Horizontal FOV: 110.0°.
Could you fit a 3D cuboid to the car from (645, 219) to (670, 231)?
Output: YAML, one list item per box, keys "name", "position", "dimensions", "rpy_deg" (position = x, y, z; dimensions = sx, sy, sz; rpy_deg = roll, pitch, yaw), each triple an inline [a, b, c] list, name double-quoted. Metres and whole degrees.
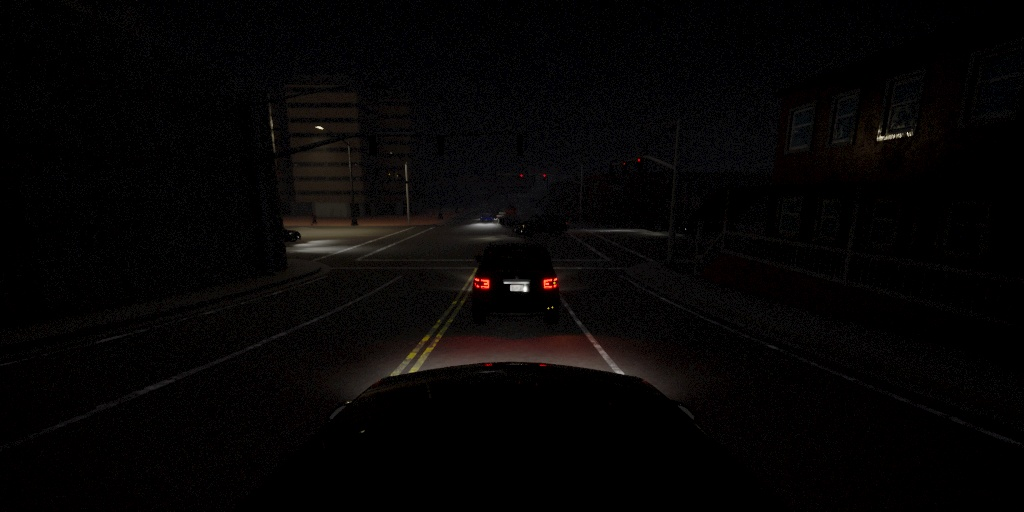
- name: "car"
  position: [17.582, -3.489, 40.168]
  dimensions: [4.718, 1.301, 1.895]
  rpy_deg: [0, 10, 1]

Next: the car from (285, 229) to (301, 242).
- name: "car"
  position: [-20.104, -1.803, 29.610]
  dimensions: [4.892, 1.490, 1.837]
  rpy_deg: [0, 10, 0]

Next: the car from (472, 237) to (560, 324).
- name: "car"
  position: [0.064, 0.603, 10.723]
  dimensions: [2.150, 2.045, 5.566]
  rpy_deg: [0, 4, -1]

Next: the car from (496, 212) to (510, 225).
- name: "car"
  position: [-0.126, -4.445, 45.724]
  dimensions: [1.895, 1.301, 4.718]
  rpy_deg: [-4, 10, -19]

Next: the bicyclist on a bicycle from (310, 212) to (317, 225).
- name: "bicyclist on a bicycle"
  position: [-25.374, -4.780, 45.836]
  dimensions: [0.582, 1.620, 1.656]
  rpy_deg: [0, 10, 0]

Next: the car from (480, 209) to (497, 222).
- name: "car"
  position: [-3.723, -5.875, 54.102]
  dimensions: [1.895, 1.301, 4.718]
  rpy_deg: [0, 10, 0]

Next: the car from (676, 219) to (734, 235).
- name: "car"
  position: [19.891, -3.273, 36.644]
  dimensions: [5.566, 2.045, 2.150]
  rpy_deg: [0, 10, 0]

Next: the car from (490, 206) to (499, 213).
- name: "car"
  position: [-3.719, -7.443, 62.849]
  dimensions: [1.812, 1.442, 4.674]
  rpy_deg: [0, 10, 0]

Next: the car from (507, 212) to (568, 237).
- name: "car"
  position: [2.773, -2.970, 34.842]
  dimensions: [5.566, 2.045, 2.150]
  rpy_deg: [-4, 10, -25]

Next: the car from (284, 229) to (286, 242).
- name: "car"
  position: [-19.910, -1.229, 26.165]
  dimensions: [4.902, 1.511, 2.128]
  rpy_deg: [0, 10, 0]
